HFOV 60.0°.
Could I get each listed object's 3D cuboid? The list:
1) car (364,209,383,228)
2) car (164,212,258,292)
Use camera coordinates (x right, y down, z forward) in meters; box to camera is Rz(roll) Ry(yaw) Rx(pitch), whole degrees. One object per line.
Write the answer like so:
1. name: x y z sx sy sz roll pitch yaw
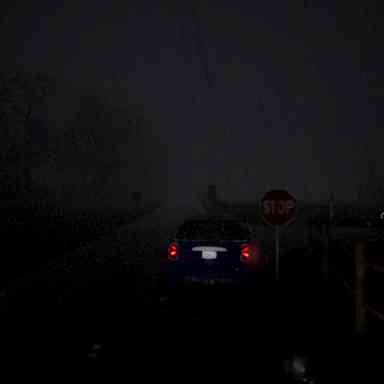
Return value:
1. car: 12.776 1.329 19.779 4.553 1.767 2.097 0 -1 1
2. car: 0.636 1.364 9.210 2.097 1.767 4.553 0 0 7
